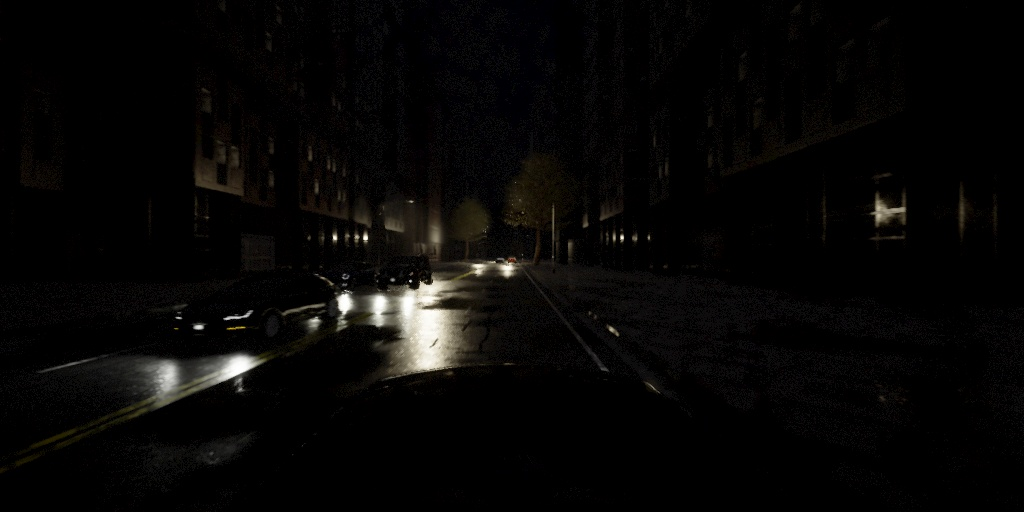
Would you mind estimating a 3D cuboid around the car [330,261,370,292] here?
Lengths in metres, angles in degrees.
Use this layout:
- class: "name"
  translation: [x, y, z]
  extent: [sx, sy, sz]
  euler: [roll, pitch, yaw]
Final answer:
- class: "car"
  translation: [-9.770, 1.095, 21.282]
  extent: [2.097, 1.767, 4.553]
  euler: [0, 0, 0]

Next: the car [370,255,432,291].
- class: "car"
  translation: [-6.508, 0.971, 22.381]
  extent: [2.150, 2.045, 5.566]
  euler: [0, 0, 0]

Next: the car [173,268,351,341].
- class: "car"
  translation: [-6.586, 1.253, 9.968]
  extent: [1.837, 1.490, 4.892]
  euler: [0, 0, 0]
